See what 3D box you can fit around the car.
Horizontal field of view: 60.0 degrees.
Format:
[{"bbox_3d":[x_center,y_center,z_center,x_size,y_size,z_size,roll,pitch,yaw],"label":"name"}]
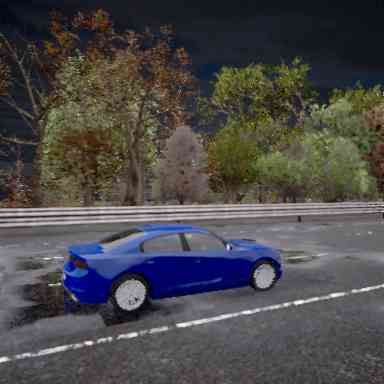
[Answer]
[{"bbox_3d":[-0.236,1.470,7.514,5.008,1.535,1.882,1,0,-26],"label":"car"}]
